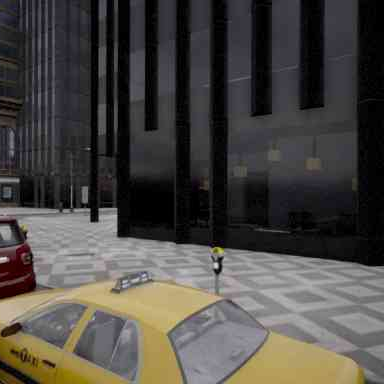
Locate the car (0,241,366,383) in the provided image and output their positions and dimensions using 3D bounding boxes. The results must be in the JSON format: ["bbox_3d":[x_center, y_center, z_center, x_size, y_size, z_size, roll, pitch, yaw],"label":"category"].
[{"bbox_3d":[-0.814,1.525,3.531,4.829,1.417,1.752,0,0,35],"label":"car"}]

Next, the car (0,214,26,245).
[{"bbox_3d":[-5.109,1.313,6.560,5.009,1.841,2.192,0,0,35],"label":"car"}]
